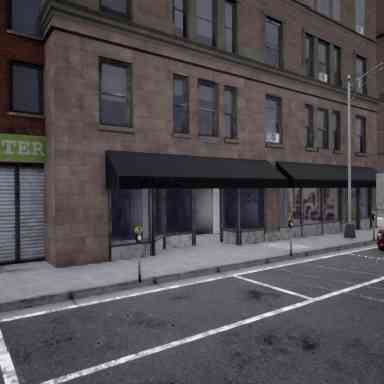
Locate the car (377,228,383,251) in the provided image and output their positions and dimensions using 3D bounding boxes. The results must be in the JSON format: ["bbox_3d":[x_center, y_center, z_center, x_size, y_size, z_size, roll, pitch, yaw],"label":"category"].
[{"bbox_3d":[8.899,1.541,12.894,4.507,1.381,1.887,0,-1,-36],"label":"car"}]
